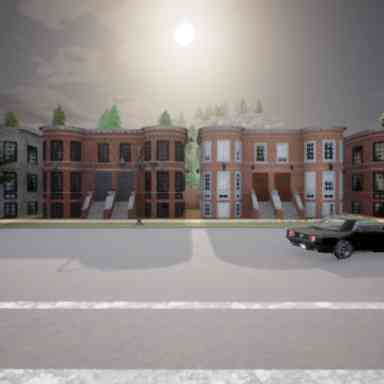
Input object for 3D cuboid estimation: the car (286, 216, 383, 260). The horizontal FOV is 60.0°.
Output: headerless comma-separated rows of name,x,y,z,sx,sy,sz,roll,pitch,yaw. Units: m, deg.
car,5.892,1.519,11.745,4.718,1.301,1.895,0,0,-15
